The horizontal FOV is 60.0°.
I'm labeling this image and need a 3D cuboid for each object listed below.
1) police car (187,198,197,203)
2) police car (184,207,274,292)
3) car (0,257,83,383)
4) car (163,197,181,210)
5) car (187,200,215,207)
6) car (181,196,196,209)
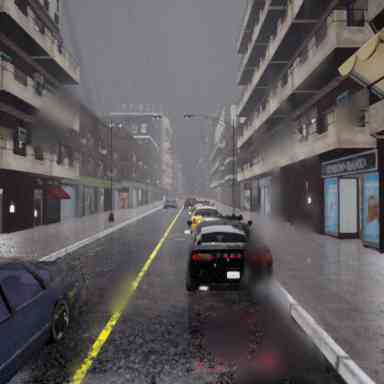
[{"bbox_3d":[0.785,1.484,25.141,1.930,1.638,5.238,0,0,0],"label":"police car"},{"bbox_3d":[0.812,1.436,9.138,1.930,1.638,5.238,0,0,0],"label":"police car"},{"bbox_3d":[-2.852,1.550,3.659,2.033,1.411,5.357,0,0,0],"label":"car"},{"bbox_3d":[-2.922,1.689,45.738,2.033,1.411,5.357,0,0,0],"label":"car"},{"bbox_3d":[0.795,1.493,19.221,1.801,1.575,5.366,0,0,0],"label":"car"},{"bbox_3d":[-0.049,1.501,47.599,2.097,1.767,4.553,0,0,0],"label":"car"}]
